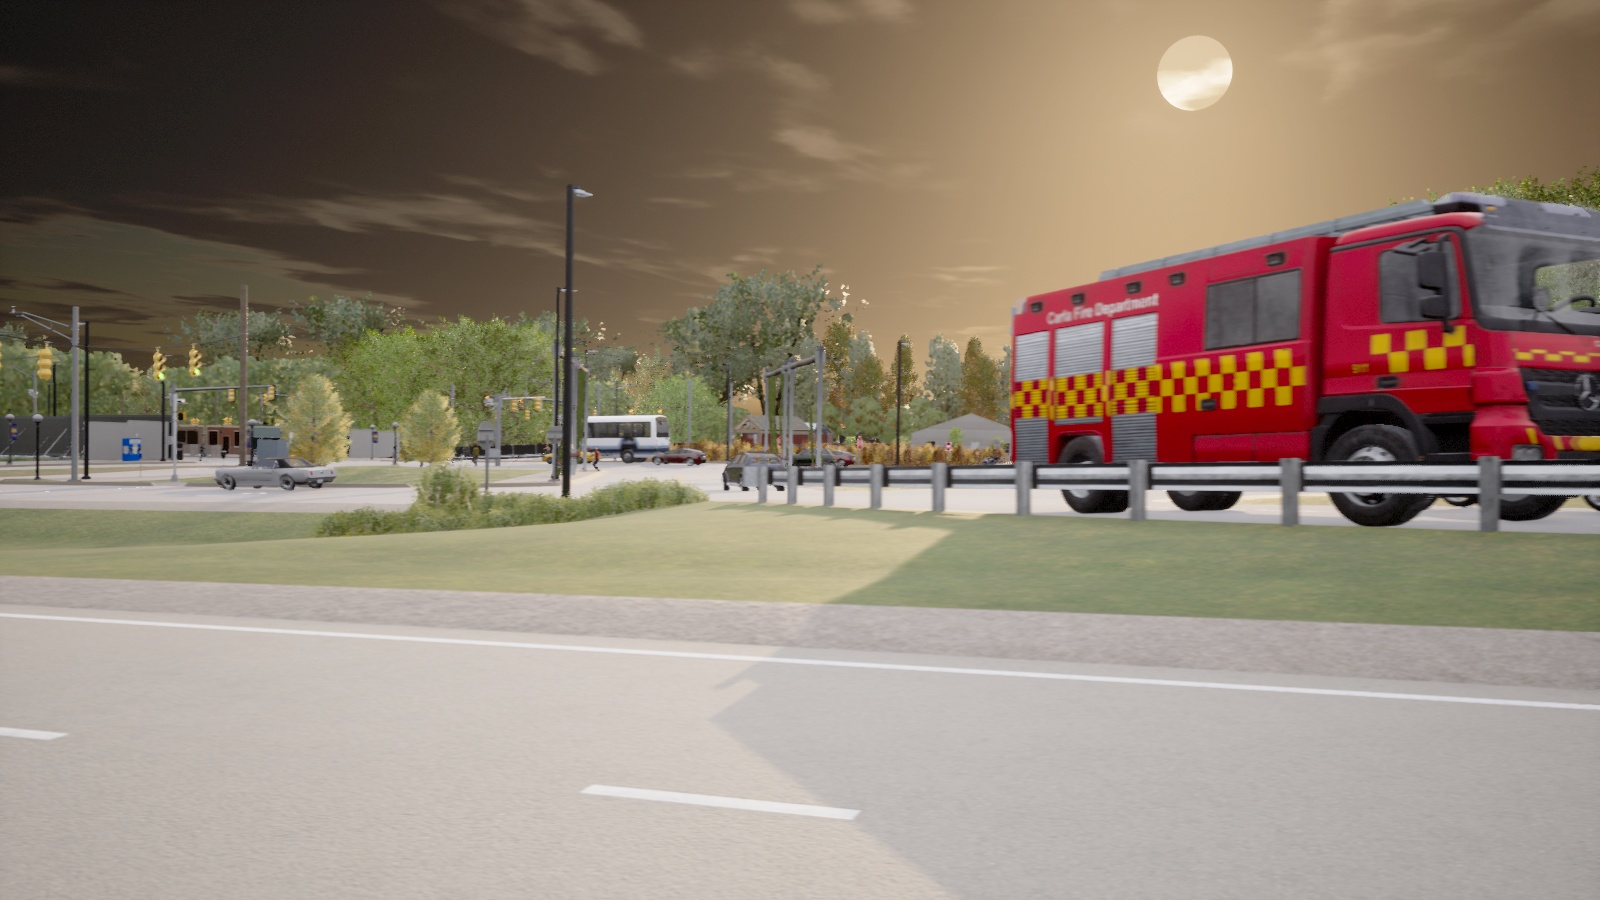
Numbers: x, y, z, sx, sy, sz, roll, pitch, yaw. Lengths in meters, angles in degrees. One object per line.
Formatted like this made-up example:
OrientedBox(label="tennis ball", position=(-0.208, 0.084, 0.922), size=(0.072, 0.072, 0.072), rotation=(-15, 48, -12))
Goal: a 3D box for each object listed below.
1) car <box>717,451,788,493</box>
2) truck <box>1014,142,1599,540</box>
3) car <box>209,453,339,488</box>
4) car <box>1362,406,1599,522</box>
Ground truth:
OrientedBox(label="car", position=(-1.911, 0.846, 49.394), size=(1.789, 1.549, 3.705), rotation=(1, -1, -19))
OrientedBox(label="truck", position=(6.501, -0.977, 16.498), size=(2.891, 3.827, 8.468), rotation=(1, -1, -26))
OrientedBox(label="car", position=(-21.285, 0.801, 50.832), size=(4.718, 1.301, 1.895), rotation=(0, 1, 18))
OrientedBox(label="car", position=(10.241, 0.216, 17.858), size=(1.845, 1.501, 3.633), rotation=(0, -1, -38))
